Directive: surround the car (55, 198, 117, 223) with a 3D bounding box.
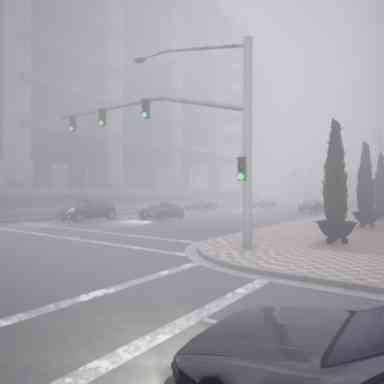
[{"bbox_3d":[-8.029,1.289,25.391,2.097,1.767,4.553,0,0,36],"label":"car"}]

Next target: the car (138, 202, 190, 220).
[{"bbox_3d":[-2.421,1.511,27.177,1.994,1.385,4.181,0,0,36],"label":"car"}]

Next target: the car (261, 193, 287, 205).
[{"bbox_3d":[13.605,1.419,55.186,1.882,1.535,5.008,0,0,36],"label":"car"}]

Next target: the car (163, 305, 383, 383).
[{"bbox_3d":[2.339,1.550,2.294,5.357,1.411,2.033,0,0,36],"label":"car"}]

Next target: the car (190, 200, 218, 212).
[{"bbox_3d":[1.020,1.538,37.918,1.895,1.301,4.718,0,0,36],"label":"car"}]

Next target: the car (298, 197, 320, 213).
[{"bbox_3d":[13.421,1.570,36.819,1.895,1.301,4.718,0,0,36],"label":"car"}]

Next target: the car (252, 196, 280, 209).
[{"bbox_3d":[9.381,1.549,43.499,1.895,1.301,4.718,0,0,36],"label":"car"}]
